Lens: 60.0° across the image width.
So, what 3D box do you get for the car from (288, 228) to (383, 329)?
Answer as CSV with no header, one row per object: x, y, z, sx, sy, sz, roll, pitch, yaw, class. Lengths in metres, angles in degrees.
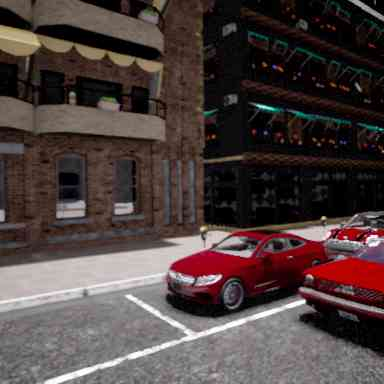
4.169,1.555,6.340,4.718,1.301,1.895,-1,0,-35,car

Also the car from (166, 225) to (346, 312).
1.423,1.547,7.545,4.206,1.307,1.802,0,0,-35,car

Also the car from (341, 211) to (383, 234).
5.982,1.368,10.797,4.097,1.590,1.967,0,0,-35,car
